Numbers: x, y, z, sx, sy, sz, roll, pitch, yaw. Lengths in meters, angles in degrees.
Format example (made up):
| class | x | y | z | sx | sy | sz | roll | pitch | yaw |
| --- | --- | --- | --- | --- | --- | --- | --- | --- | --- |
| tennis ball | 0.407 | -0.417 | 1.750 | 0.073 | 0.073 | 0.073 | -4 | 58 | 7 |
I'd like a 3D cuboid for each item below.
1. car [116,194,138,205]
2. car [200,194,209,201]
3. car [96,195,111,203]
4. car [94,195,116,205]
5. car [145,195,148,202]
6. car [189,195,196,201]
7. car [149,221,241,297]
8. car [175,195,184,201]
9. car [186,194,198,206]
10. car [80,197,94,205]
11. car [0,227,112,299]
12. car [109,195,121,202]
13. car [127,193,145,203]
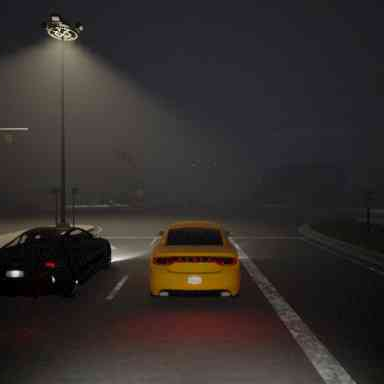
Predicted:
| class | x | y | z | sx | sy | sz | roll | pitch | yaw |
| --- | --- | --- | --- | --- | --- | --- | --- | --- | --- |
| car | -11.540 | 1.547 | 58.915 | 2.033 | 1.411 | 5.357 | 0 | 0 | 0 |
| car | 3.551 | 1.588 | 87.461 | 1.895 | 1.301 | 4.718 | 0 | 0 | 0 |
| car | -18.459 | 1.500 | 69.843 | 1.837 | 1.490 | 4.892 | 0 | 0 | 0 |
| car | -15.043 | 1.564 | 57.713 | 1.994 | 1.385 | 4.181 | 0 | 0 | 0 |
| car | -11.454 | 1.500 | 78.208 | 1.837 | 1.490 | 4.892 | 0 | 0 | 0 |
| car | 0.051 | 1.491 | 87.017 | 1.837 | 1.490 | 4.892 | 0 | 0 | 0 |
| car | 0.070 | 1.478 | 8.617 | 1.882 | 1.535 | 5.008 | 0 | 0 | 0 |
| car | -3.449 | 1.517 | 87.435 | 1.812 | 1.442 | 4.674 | 0 | 0 | 0 |
| car | 0.033 | 1.525 | 56.406 | 1.812 | 1.442 | 4.674 | 0 | 0 | 0 |
| car | -18.526 | 1.600 | 59.693 | 1.895 | 1.301 | 4.718 | 0 | 0 | 0 |
| car | -3.431 | 1.564 | 8.494 | 1.994 | 1.385 | 4.181 | 0 | 0 | 0 |
| car | -18.453 | 1.499 | 80.023 | 1.837 | 1.490 | 4.892 | 0 | 0 | 0 |
| car | -11.465 | 1.351 | 68.033 | 2.097 | 1.767 | 4.553 | 0 | 0 | 0 |
